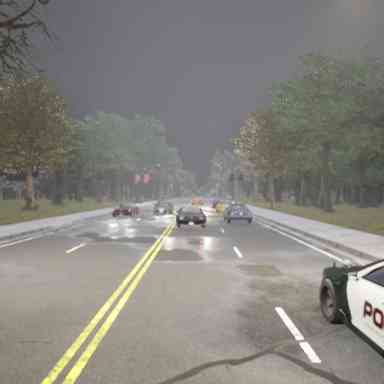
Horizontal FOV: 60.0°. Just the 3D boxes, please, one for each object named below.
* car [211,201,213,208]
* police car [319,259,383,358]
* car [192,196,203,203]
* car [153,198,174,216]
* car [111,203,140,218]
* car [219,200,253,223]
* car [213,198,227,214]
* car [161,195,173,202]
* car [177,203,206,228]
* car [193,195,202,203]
[{"bbox_3d":[3.890,1.693,48.235,1.837,1.490,4.892,0,0,1],"label":"car"},{"bbox_3d":[3.286,1.521,4.279,2.038,1.542,4.974,0,0,1],"label":"police car"},{"bbox_3d":[1.022,1.616,64.723,2.097,1.767,4.553,0,0,2],"label":"car"},{"bbox_3d":[-2.931,1.621,34.712,2.128,1.511,4.902,0,0,1],"label":"car"},{"bbox_3d":[-6.231,1.718,31.606,1.895,1.301,4.718,0,0,1],"label":"car"},{"bbox_3d":[3.542,1.645,26.256,2.033,1.411,5.357,0,0,1],"label":"car"},{"bbox_3d":[3.708,1.599,37.436,1.801,1.575,5.366,0,0,1],"label":"car"},{"bbox_3d":[-5.381,1.452,72.071,2.033,1.411,5.357,0,0,1],"label":"car"},{"bbox_3d":[-0.094,1.686,23.098,1.895,1.301,4.718,0,0,-2],"label":"car"},{"bbox_3d":[1.250,1.680,77.686,2.097,1.767,4.553,0,0,1],"label":"car"}]
